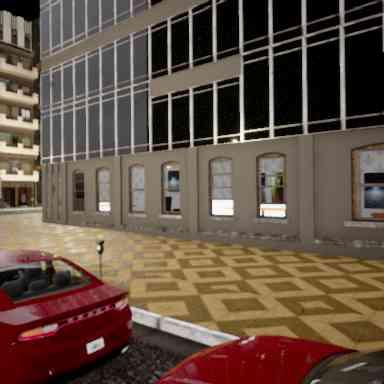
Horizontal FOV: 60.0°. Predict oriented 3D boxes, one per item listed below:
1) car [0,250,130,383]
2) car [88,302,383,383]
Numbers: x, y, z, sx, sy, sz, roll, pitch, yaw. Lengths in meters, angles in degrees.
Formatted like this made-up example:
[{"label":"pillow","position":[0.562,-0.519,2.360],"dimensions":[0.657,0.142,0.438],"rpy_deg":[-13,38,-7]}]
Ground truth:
[{"label":"car","position":[-2.866,1.541,4.934],"dimensions":[4.507,1.381,1.887],"rpy_deg":[0,-1,36]},{"label":"car","position":[1.705,1.545,1.669],"dimensions":[4.507,1.381,1.887],"rpy_deg":[0,-1,36]}]
